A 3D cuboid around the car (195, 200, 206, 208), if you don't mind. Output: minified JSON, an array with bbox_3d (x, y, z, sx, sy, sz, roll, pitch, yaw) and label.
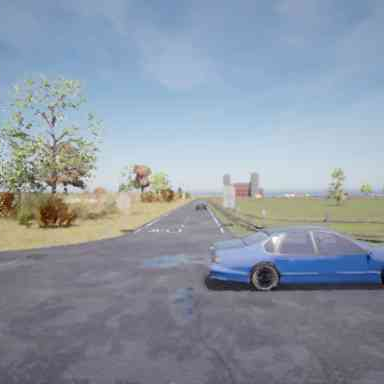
[{"bbox_3d":[1.696,2.352,66.153,2.033,1.411,5.357,0,-1,1],"label":"car"}]

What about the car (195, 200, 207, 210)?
[{"bbox_3d":[1.491,2.148,53.947,2.128,1.511,4.902,0,-1,1],"label":"car"}]

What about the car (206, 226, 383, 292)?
[{"bbox_3d":[3.028,1.587,8.483,5.357,1.411,2.033,-1,0,2],"label":"car"}]
